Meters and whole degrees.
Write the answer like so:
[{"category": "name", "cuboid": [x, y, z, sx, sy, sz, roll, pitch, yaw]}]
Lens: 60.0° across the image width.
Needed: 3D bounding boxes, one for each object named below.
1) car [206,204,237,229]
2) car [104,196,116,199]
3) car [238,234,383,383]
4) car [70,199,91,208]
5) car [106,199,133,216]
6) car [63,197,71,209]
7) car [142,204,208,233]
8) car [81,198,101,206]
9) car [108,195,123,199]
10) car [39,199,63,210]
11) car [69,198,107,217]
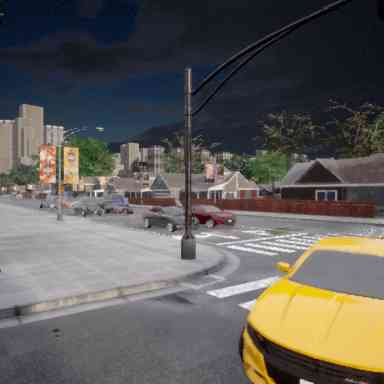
[{"category": "car", "cuboid": [0.962, 1.582, 23.043, 1.882, 1.535, 5.008, 0, 0, -36]}, {"category": "car", "cuboid": [-13.357, 1.786, 49.128, 1.837, 1.490, 4.892, 0, 0, -35]}, {"category": "car", "cuboid": [2.516, 1.477, 4.983, 1.882, 1.535, 5.008, 2, 1, 35]}, {"category": "car", "cuboid": [-19.408, 1.887, 57.612, 2.033, 1.411, 5.357, 0, 0, -34]}, {"category": "car", "cuboid": [-7.902, 1.762, 35.519, 1.994, 1.385, 4.181, 0, 0, -35]}, {"category": "car", "cuboid": [-18.254, 1.708, 50.232, 2.097, 1.767, 4.553, 0, 0, -35]}, {"category": "car", "cuboid": [-1.392, 1.604, 20.751, 1.837, 1.490, 4.892, 0, 0, -35]}, {"category": "car", "cuboid": [-19.093, 1.907, 62.626, 2.033, 1.411, 5.357, 0, 0, -35]}, {"category": "car", "cuboid": [-12.942, 1.523, 54.146, 2.150, 2.045, 5.566, 0, 0, -36]}, {"category": "car", "cuboid": [-20.884, 1.832, 48.323, 2.128, 1.511, 4.902, 0, 0, -35]}, {"category": "car", "cuboid": [-10.617, 1.705, 33.728, 1.837, 1.490, 4.892, 0, 0, -35]}]
